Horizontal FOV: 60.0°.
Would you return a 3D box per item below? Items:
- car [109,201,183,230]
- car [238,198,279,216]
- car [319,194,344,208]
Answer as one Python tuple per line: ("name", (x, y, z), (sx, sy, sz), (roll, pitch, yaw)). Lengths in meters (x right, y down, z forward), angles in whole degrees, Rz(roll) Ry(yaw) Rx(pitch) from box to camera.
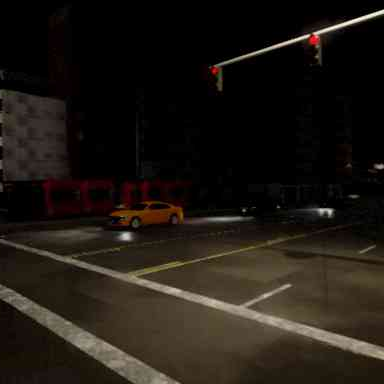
("car", (-2.755, 1.337, 20.512), (1.882, 1.535, 5.008), (0, 0, 43))
("car", (6.115, 1.316, 30.176), (2.128, 1.511, 4.902), (0, 0, 43))
("car", (18.223, 1.307, 43.289), (2.128, 1.511, 4.902), (0, 0, 43))
